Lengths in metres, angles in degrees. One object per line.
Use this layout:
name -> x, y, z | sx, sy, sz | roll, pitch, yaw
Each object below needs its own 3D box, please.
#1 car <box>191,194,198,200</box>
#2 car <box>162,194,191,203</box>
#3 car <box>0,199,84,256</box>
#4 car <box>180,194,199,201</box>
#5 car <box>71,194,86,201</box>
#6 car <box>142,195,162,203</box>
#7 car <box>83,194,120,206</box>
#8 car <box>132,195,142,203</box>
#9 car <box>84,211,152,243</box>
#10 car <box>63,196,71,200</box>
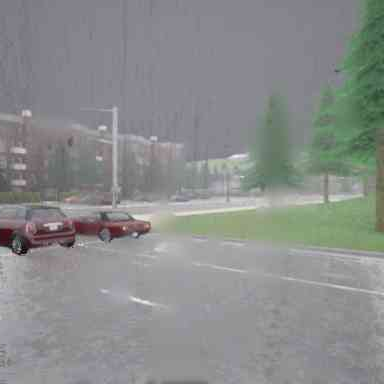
car -> 2.373, 1.291, 74.817 | 2.128, 1.511, 4.902 | 0, 0, 35
car -> -2.829, 1.326, 61.456 | 1.812, 1.442, 4.674 | 0, 0, 36
car -> -6.653, 1.284, 13.075 | 4.553, 1.767, 2.097 | 0, 0, 36
car -> -0.487, 1.226, 76.834 | 1.882, 1.535, 5.008 | 0, 0, 35
car -> -15.252, 1.136, 49.991 | 2.097, 1.767, 4.553 | 0, 0, 35
car -> -6.492, 1.287, 62.339 | 1.837, 1.490, 4.892 | 0, 0, 36
car -> -12.657, 1.403, 47.610 | 1.895, 1.301, 4.718 | 0, 0, 35
car -> -9.391, 1.257, 64.281 | 2.128, 1.511, 4.902 | 0, 0, 36
car -> -4.207, 1.536, 15.715 | 4.718, 1.301, 1.895 | 0, 0, 38
car -> -18.085, 1.118, 52.034 | 2.097, 1.767, 4.553 | 0, 0, 35
